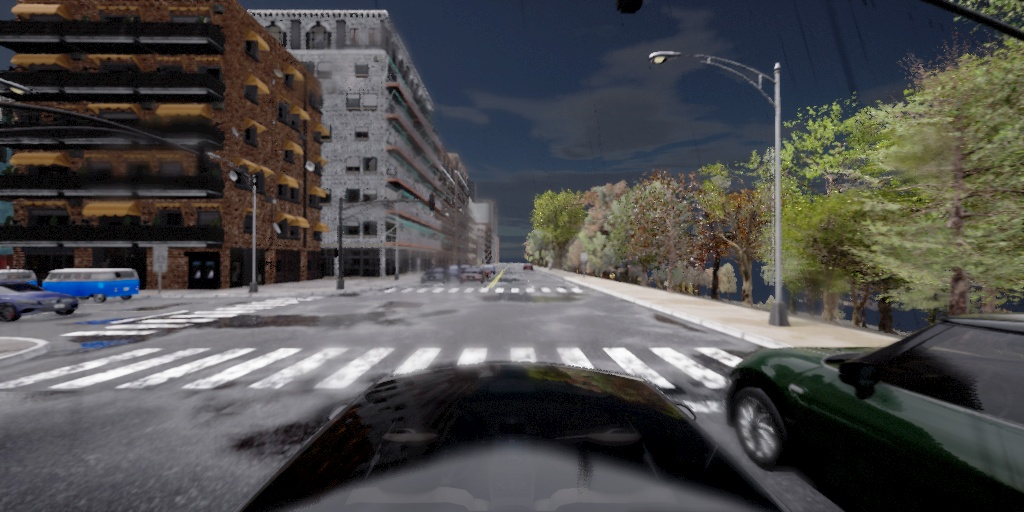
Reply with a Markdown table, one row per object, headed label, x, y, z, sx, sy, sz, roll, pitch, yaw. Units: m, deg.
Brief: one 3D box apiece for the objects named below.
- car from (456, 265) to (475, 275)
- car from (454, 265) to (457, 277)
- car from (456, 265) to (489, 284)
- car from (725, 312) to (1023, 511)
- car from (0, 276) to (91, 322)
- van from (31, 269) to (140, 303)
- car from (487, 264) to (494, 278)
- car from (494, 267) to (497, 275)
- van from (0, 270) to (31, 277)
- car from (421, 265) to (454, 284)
| label | x | y | z | sx | sy | sz | roll | pitch | yaw |
| --- | --- | --- | --- | --- | --- | --- | --- | --- | --- |
| car | -6.625 | 1.975 | 52.056 | 2.033 | 1.411 | 5.357 | 0 | -1 | 0 |
| car | -6.624 | 1.789 | 40.102 | 1.812 | 1.442 | 4.674 | 0 | -1 | 0 |
| car | -3.368 | 1.709 | 31.452 | 1.994 | 1.385 | 4.181 | 0 | -1 | 0 |
| car | 3.351 | 1.106 | 2.025 | 2.097 | 1.767 | 4.553 | 0 | -1 | 0 |
| car | -19.534 | 1.674 | 13.657 | 4.674 | 1.442 | 1.812 | -1 | -1 | 1 |
| van | -22.729 | 1.584 | 19.402 | 3.998 | 1.789 | 1.690 | 0 | 0 | -1 |
| car | -3.375 | 1.865 | 40.205 | 1.895 | 1.301 | 4.718 | 0 | -1 | 0 |
| car | -3.366 | 1.957 | 52.368 | 1.812 | 1.442 | 4.674 | 0 | -1 | 0 |
| van | -28.331 | 1.656 | 19.320 | 3.998 | 1.789 | 1.690 | 0 | 0 | -1 |
| car | -6.619 | 1.710 | 31.482 | 1.994 | 1.385 | 4.181 | 0 | -1 | 0 |
